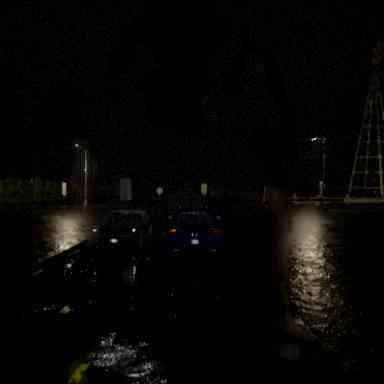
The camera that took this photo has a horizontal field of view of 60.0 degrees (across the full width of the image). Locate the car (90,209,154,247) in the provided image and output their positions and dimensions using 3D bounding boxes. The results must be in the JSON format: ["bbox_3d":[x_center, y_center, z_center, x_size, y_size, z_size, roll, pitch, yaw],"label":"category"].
[{"bbox_3d":[-2.838,1.455,14.303,1.895,1.301,4.718,0,1,0],"label":"car"}]

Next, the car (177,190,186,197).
[{"bbox_3d":[-2.759,0.411,86.686,2.097,1.767,4.553,0,1,0],"label":"car"}]

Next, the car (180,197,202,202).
[{"bbox_3d":[0.101,1.316,22.784,2.033,1.411,5.357,0,1,0],"label":"car"}]

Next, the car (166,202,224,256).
[{"bbox_3d":[0.099,1.350,12.593,1.882,1.535,5.008,0,0,0],"label":"car"}]

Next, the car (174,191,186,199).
[{"bbox_3d":[-2.757,0.795,71.034,1.994,1.385,4.181,0,1,0],"label":"car"}]
